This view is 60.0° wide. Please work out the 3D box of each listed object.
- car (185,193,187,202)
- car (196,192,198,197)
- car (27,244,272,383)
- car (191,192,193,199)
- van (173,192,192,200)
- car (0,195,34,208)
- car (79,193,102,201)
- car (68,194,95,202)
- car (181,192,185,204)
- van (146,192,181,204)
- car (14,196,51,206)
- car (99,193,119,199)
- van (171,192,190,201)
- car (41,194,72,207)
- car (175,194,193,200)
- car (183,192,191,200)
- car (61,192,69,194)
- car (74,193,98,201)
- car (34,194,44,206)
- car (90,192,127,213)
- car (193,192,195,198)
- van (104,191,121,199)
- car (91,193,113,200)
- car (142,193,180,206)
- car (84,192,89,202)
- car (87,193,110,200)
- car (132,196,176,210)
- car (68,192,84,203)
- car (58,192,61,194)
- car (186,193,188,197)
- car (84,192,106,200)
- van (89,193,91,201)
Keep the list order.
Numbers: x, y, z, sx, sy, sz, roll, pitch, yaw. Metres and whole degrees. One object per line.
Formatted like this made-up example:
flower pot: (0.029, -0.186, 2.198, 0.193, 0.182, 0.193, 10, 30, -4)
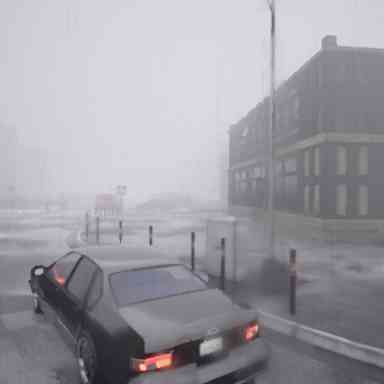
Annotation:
car: (-3.875, 1.462, 59.359, 5.008, 1.535, 2.097, 1, 0, 3)
car: (-1.898, 1.009, 95.308, 5.566, 2.045, 2.435, 1, 0, 3)
car: (-1.252, 1.581, 5.376, 2.033, 1.411, 5.357, 1, 0, -35)
car: (-3.279, 1.132, 70.459, 5.566, 2.045, 2.435, 1, 0, 3)
van: (-2.370, 1.080, 84.199, 4.442, 1.987, 1.878, 1, 0, 3)
car: (-24.783, 1.208, 45.639, 4.553, 1.767, 2.185, 1, 0, 3)
car: (-23.186, 1.040, 75.934, 4.553, 1.767, 2.185, 1, 0, 3)
car: (-23.463, 1.199, 70.428, 5.008, 1.535, 2.097, 1, 0, 3)
car: (-3.999, 1.358, 56.457, 4.553, 1.767, 2.185, 1, 0, 3)
van: (-4.447, 1.291, 51.037, 4.442, 1.987, 1.878, 1, 0, 3)
car: (-24.512, 1.355, 51.151, 4.674, 1.452, 2.002, 1, 0, 3)
car: (-22.396, 1.104, 89.697, 4.892, 1.521, 2.231, 1, 0, 3)
van: (-2.757, 1.091, 81.439, 4.442, 1.987, 1.878, 1, 0, 3)
car: (-20.048, 1.417, 49.474, 1.994, 1.385, 4.181, 0, -1, 3)
car: (-2.210, 1.310, 89.759, 4.792, 1.488, 2.163, 1, 0, 3)
car: (-3.537, 1.172, 64.780, 5.566, 2.045, 2.435, 1, 0, 3)
car: (-24.218, 1.290, 56.663, 4.892, 1.521, 2.231, 1, 0, 3)
car: (-23.337, 1.056, 73.182, 4.553, 1.767, 2.185, 1, 0, 3)
car: (-24.670, 1.326, 48.400, 5.008, 1.535, 2.097, 1, 0, 3)
car: (-9.526, 1.238, 38.452, 2.150, 2.045, 5.566, 0, 0, 1)
car: (-2.767, 1.082, 78.655, 5.566, 2.045, 2.435, 1, 0, 3)
van: (-22.125, 0.869, 92.567, 4.442, 1.987, 1.878, 1, 0, 3)
car: (-22.697, 1.126, 84.193, 4.892, 1.521, 2.231, 1, 0, 3)
car: (-4.462, 1.402, 48.126, 4.553, 1.767, 2.185, 1, 0, 3)
car: (-23.574, 1.233, 64.911, 5.366, 1.575, 1.946, 1, 0, 3)
car: (-22.848, 1.139, 81.439, 4.892, 1.521, 2.231, 1, 0, 3)
car: (-4.825, 1.565, 42.703, 4.792, 1.488, 2.163, 1, 0, 3)
car: (-23.936, 1.001, 62.168, 5.566, 2.045, 2.435, 1, 0, 3)
car: (-24.331, 1.178, 53.902, 4.553, 1.767, 2.185, 1, 0, 3)
car: (-3.716, 1.445, 62.009, 4.892, 1.521, 2.231, 1, 0, 3)
car: (-22.973, 1.026, 78.685, 4.553, 1.767, 2.185, 1, 0, 3)
van: (-23.490, 0.992, 67.667, 4.442, 1.987, 1.878, 1, 0, 3)
